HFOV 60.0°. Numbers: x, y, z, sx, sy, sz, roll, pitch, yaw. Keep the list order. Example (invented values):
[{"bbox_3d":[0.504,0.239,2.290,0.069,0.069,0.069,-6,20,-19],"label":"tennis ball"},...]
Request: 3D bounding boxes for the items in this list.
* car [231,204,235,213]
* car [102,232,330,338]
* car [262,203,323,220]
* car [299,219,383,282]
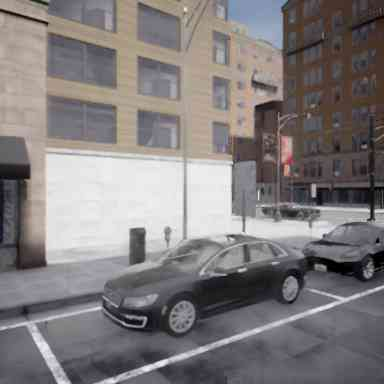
[{"bbox_3d":[2.662,1.492,34.203,1.895,1.301,4.718,0,0,-36],"label":"car"},{"bbox_3d":[0.470,1.553,6.525,4.403,1.369,2.008,0,0,-36],"label":"car"},{"bbox_3d":[7.996,1.535,26.795,1.895,1.301,4.718,0,0,-35],"label":"car"},{"bbox_3d":[5.079,1.571,9.814,4.313,1.339,1.947,0,0,-36],"label":"car"}]
